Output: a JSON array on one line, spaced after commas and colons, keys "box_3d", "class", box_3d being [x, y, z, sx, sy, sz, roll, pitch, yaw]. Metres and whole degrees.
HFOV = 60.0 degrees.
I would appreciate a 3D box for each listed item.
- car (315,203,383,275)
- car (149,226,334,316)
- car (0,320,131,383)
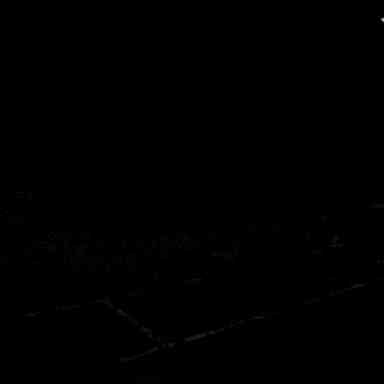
[{"box_3d": [5.535, 1.313, 10.599, 5.009, 1.841, 2.192, 0, 0, -36], "class": "car"}, {"box_3d": [1.093, 1.581, 7.429, 4.206, 1.307, 1.802, 0, 0, -36], "class": "car"}, {"box_3d": [-2.813, 1.548, 1.372, 5.357, 1.411, 2.033, 0, 0, -36], "class": "car"}]
